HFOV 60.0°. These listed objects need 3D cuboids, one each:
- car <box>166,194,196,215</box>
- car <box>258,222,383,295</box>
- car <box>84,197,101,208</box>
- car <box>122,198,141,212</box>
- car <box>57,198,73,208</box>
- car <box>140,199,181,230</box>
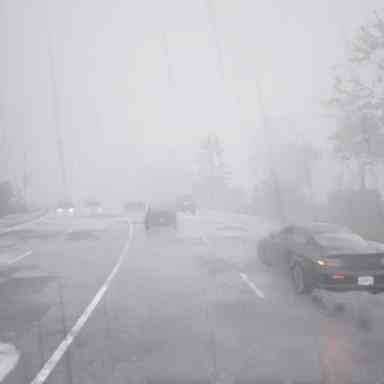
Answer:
[{"bbox_3d":[-1.206,1.186,32.566,2.150,2.045,5.566,0,0,-16],"label":"car"},{"bbox_3d":[3.106,1.504,8.576,1.812,1.442,4.674,0,0,-4],"label":"car"},{"bbox_3d":[-14.056,1.446,46.963,1.882,1.535,5.008,0,0,-24],"label":"car"},{"bbox_3d":[-6.952,1.446,38.921,1.882,1.535,5.008,0,0,-19],"label":"car"},{"bbox_3d":[-17.993,1.572,47.263,1.895,1.301,4.718,0,0,-25],"label":"car"},{"bbox_3d":[-2.110,1.456,21.179,1.882,1.535,5.008,0,0,-10],"label":"car"}]
